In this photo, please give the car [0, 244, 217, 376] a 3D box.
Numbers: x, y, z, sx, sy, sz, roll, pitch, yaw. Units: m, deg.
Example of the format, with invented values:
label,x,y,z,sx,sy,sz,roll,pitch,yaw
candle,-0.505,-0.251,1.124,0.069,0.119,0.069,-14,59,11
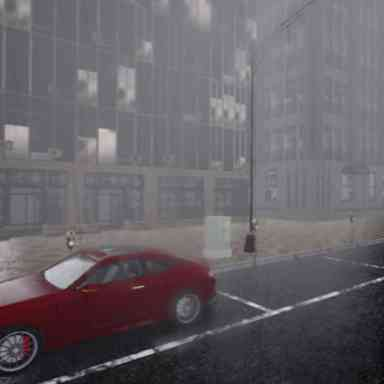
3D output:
label,x,y,z,sx,sy,sz,roll,pitch,yaw
car,-1.467,1.583,5.504,4.206,1.307,1.802,0,1,-35
